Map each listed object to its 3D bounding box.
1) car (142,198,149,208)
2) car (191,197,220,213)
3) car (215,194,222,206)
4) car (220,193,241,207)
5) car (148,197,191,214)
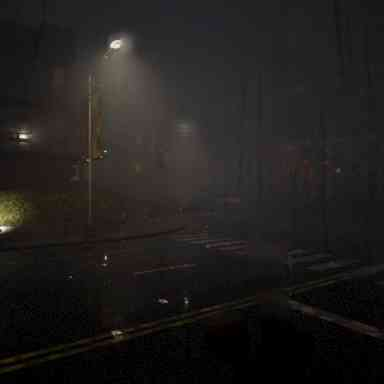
[{"bbox_3d":[-5.130,1.492,45.096,2.128,1.511,4.902,0,0,-34],"label":"car"},{"bbox_3d":[0.670,1.564,36.667,1.994,1.385,4.181,0,0,-35],"label":"car"},{"bbox_3d":[1.744,1.478,49.483,1.882,1.535,5.008,0,0,-35],"label":"car"},{"bbox_3d":[5.002,1.221,50.901,2.150,2.045,5.566,0,0,-34],"label":"car"},{"bbox_3d":[-2.414,1.526,34.972,1.812,1.442,4.674,0,0,-35],"label":"car"}]
